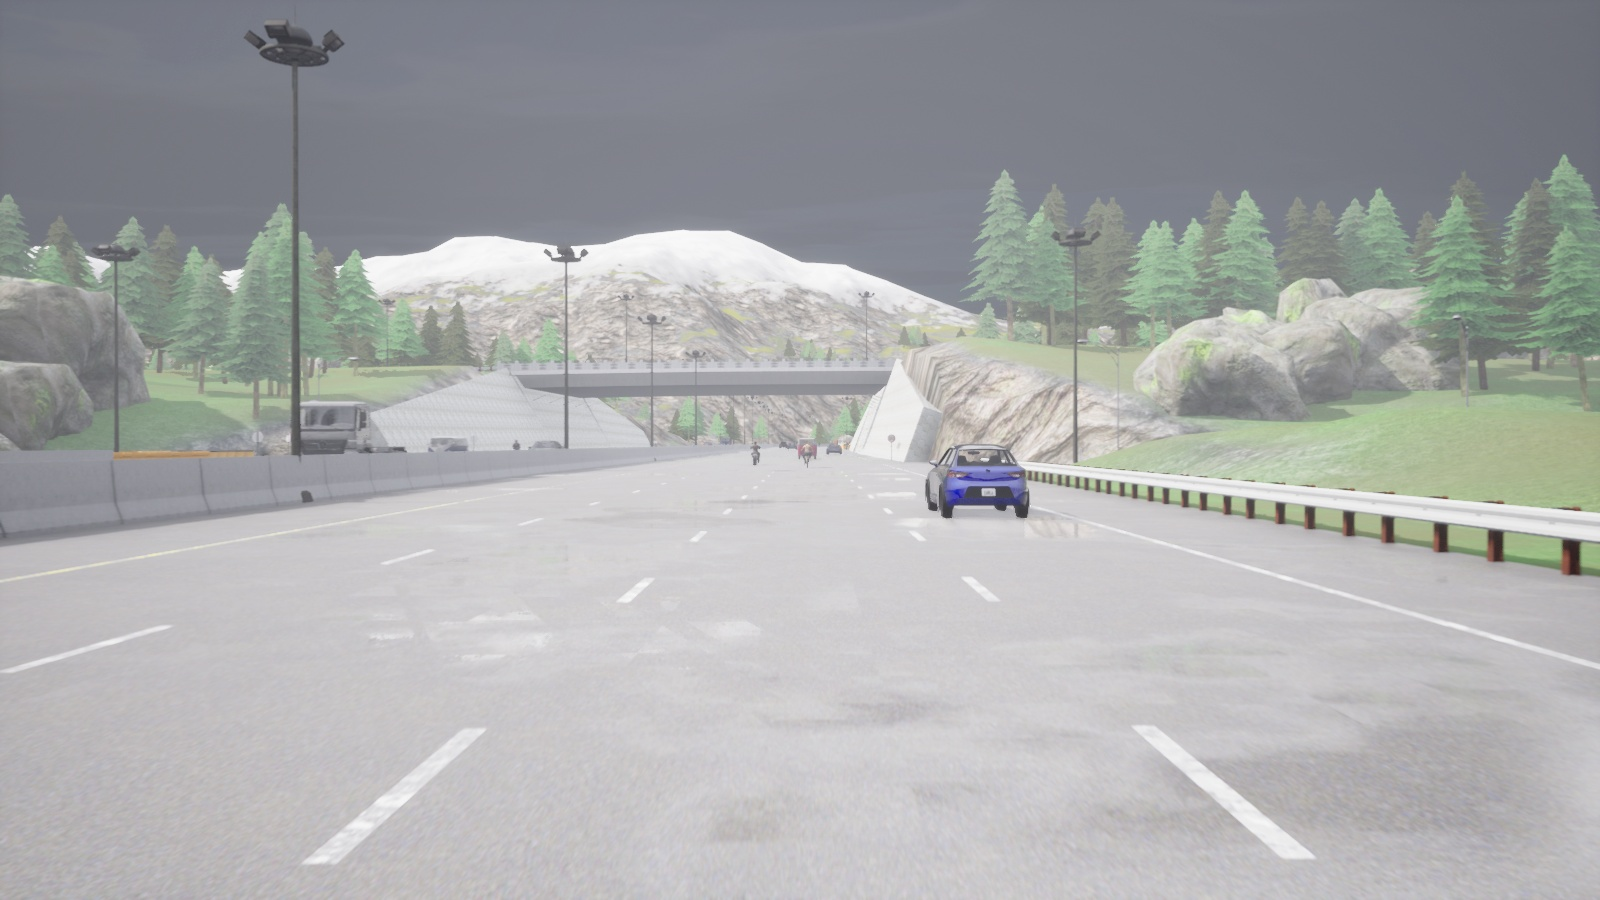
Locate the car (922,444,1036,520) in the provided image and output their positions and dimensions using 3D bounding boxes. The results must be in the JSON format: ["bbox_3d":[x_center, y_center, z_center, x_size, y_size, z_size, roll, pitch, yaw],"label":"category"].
[{"bbox_3d":[3.665,0.614,26.388,1.816,1.474,4.193,0,0,0],"label":"car"}]

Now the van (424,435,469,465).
[{"bbox_3d":[-23.999,-0.002,85.450,1.775,1.987,4.442,0,0,0],"label":"van"}]

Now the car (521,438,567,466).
[{"bbox_3d":[-17.009,0.119,83.667,2.097,1.767,4.553,0,0,0],"label":"car"}]

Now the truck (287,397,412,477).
[{"bbox_3d":[-20.654,-0.580,58.138,2.891,3.462,7.936,0,0,0],"label":"truck"}]
